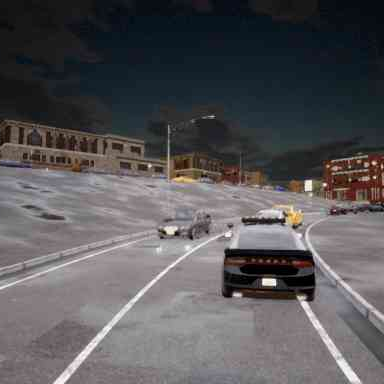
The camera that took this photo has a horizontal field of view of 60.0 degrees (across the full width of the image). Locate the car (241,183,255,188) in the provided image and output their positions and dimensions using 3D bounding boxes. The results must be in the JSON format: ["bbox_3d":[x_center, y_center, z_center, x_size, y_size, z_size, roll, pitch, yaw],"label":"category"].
[{"bbox_3d":[10.669,-1.096,71.035,2.002,1.452,4.674,-4,-6,44],"label":"car"}]

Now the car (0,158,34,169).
[{"bbox_3d":[-22.142,-3.296,41.357,4.553,1.767,2.185,3,-5,-40],"label":"car"}]

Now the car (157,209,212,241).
[{"bbox_3d":[-0.258,1.689,18.058,2.128,1.511,4.902,-1,-1,19],"label":"car"}]

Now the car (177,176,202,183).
[{"bbox_3d":[-1.232,-1.983,59.255,5.008,1.535,2.097,4,-6,-42],"label":"car"}]

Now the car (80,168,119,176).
[{"bbox_3d":[-13.748,-2.738,48.354,4.892,1.521,2.231,3,-5,-40],"label":"car"}]

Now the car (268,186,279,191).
[{"bbox_3d":[18.089,-0.651,79.223,2.185,1.767,4.553,-4,-6,41],"label":"car"}]

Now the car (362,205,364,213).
[{"bbox_3d":[24.643,2.434,50.868,4.892,1.490,1.837,1,-4,-39],"label":"car"}]

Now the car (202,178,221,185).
[{"bbox_3d":[2.773,-1.836,63.058,4.553,1.767,2.185,4,-6,-43],"label":"car"}]

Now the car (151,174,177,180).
[{"bbox_3d":[-5.336,-2.211,55.527,4.674,1.452,2.002,4,-5,-41],"label":"car"}]

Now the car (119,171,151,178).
[{"bbox_3d":[-9.519,-2.506,51.894,4.892,1.521,2.231,3,-5,-40],"label":"car"}]

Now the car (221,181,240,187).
[{"bbox_3d":[6.833,-1.391,67.078,4.792,1.488,2.163,4,-6,-45],"label":"car"}]

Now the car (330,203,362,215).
[{"bbox_3d":[18.838,2.075,41.351,4.674,1.442,1.812,1,-4,-40],"label":"car"}]

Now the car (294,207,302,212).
[{"bbox_3d":[6.432,1.663,23.046,1.882,1.535,5.008,-2,-2,25],"label":"car"}]

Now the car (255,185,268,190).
[{"bbox_3d":[14.353,-0.848,75.006,2.231,1.521,4.892,-4,-6,43],"label":"car"}]

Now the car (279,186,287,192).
[{"bbox_3d":[21.730,-0.427,83.486,2.435,2.045,5.566,-3,-6,40],"label":"car"}]

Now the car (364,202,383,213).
[{"bbox_3d":[27.913,2.254,49.011,4.902,1.511,2.128,2,-4,-39],"label":"car"}]

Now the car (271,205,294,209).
[{"bbox_3d":[4.255,1.641,17.748,1.812,1.442,4.674,-1,-1,19],"label":"car"}]

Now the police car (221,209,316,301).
[{"bbox_3d":[1.854,1.457,8.624,1.930,1.638,5.238,-1,0,10],"label":"police car"}]
